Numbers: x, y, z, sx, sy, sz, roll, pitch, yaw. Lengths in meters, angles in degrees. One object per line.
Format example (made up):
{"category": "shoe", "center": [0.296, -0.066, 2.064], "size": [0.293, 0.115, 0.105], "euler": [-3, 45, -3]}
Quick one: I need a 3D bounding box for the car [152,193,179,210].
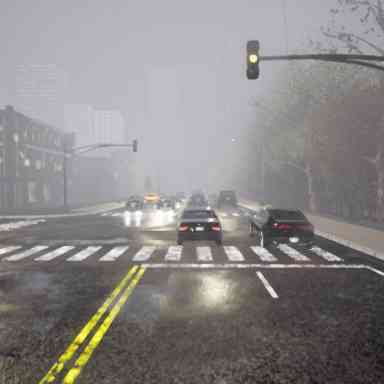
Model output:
{"category": "car", "center": [-2.830, 1.099, 36.699], "size": [2.128, 1.511, 4.902], "euler": [0, 1, -2]}

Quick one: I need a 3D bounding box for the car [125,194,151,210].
{"category": "car", "center": [-6.047, 1.103, 36.370], "size": [2.128, 1.511, 4.902], "euler": [0, 1, -1]}

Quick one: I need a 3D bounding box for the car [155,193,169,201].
{"category": "car", "center": [-5.582, 0.894, 62.360], "size": [1.994, 1.385, 4.181], "euler": [0, 1, 1]}

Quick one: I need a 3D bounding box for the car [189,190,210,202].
{"category": "car", "center": [0.685, 0.941, 38.266], "size": [2.097, 1.767, 4.553], "euler": [0, 1, 1]}

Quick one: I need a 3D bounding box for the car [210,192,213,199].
{"category": "car", "center": [4.270, 0.773, 66.619], "size": [2.128, 1.511, 4.902], "euler": [0, 1, 1]}

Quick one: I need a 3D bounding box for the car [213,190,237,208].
{"category": "car", "center": [3.943, 0.803, 38.839], "size": [2.150, 2.045, 5.566], "euler": [0, 1, 1]}

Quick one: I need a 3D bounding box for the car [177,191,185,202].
{"category": "car", "center": [-2.560, 0.954, 50.000], "size": [2.128, 1.511, 4.902], "euler": [0, 1, 1]}

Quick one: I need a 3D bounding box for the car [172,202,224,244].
{"category": "car", "center": [0.326, 1.388, 14.873], "size": [2.033, 1.411, 5.357], "euler": [0, 1, 1]}

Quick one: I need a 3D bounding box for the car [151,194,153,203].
{"category": "car", "center": [-5.844, 0.963, 48.035], "size": [1.882, 1.535, 5.008], "euler": [0, 1, 1]}

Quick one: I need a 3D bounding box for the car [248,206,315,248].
{"category": "car", "center": [3.564, 1.356, 13.893], "size": [1.837, 1.490, 4.892], "euler": [0, 1, 1]}
